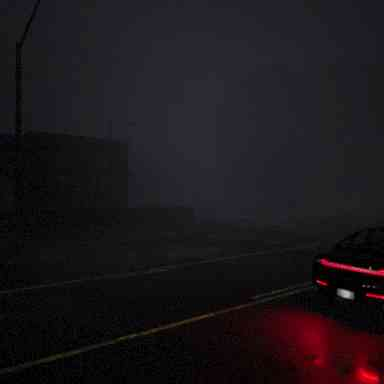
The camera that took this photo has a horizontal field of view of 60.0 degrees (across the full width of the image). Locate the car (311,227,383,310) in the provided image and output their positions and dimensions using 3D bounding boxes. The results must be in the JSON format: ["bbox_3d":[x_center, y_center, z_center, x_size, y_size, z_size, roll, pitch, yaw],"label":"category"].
[{"bbox_3d":[4.535,1.491,6.970,4.902,1.511,2.128,0,0,-36],"label":"car"}]
